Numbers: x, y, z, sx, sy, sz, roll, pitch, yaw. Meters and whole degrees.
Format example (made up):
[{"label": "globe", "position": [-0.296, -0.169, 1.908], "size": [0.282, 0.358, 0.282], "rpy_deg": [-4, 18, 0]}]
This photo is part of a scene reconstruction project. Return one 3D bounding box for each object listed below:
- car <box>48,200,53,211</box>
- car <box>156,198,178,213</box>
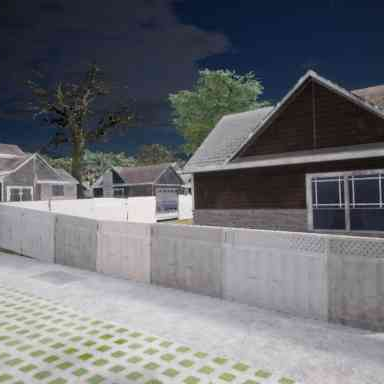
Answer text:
[{"label": "car", "position": [-10.546, 1.388, 23.246], "size": [1.882, 1.535, 5.008], "rpy_deg": [-3, -1, 36]}, {"label": "car", "position": [-2.986, 1.315, 33.586], "size": [1.994, 1.385, 4.181], "rpy_deg": [-3, -1, 36]}]
